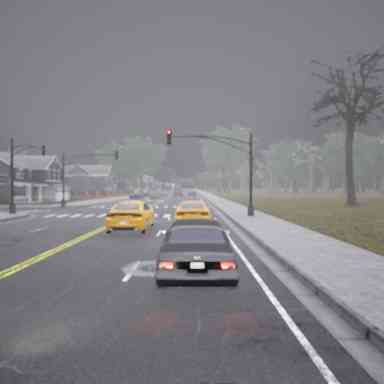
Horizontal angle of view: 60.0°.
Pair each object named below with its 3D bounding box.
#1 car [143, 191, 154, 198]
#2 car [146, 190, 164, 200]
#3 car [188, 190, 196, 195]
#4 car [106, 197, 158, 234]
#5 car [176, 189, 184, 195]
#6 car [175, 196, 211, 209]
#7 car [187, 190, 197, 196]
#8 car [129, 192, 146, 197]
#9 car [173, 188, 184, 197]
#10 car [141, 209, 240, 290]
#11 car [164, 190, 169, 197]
[{"bbox_3d":[-9.689,0.507,74.059,1.895,1.301,4.718,0,1,0],"label":"car"},{"bbox_3d":[-6.508,0.641,59.125,1.837,1.490,4.892,0,1,0],"label":"car"},{"bbox_3d":[0.071,0.131,86.252,1.994,1.385,4.181,0,1,0],"label":"car"},{"bbox_3d":[-3.135,1.226,17.570,1.882,1.535,5.008,0,1,0],"label":"car"},{"bbox_3d":[-3.179,0.056,86.254,1.882,1.535,5.008,0,1,0],"label":"car"},{"bbox_3d":[0.049,1.210,18.706,1.882,1.535,5.008,0,1,1],"label":"car"},{"bbox_3d":[0.063,0.378,75.833,1.837,1.490,4.892,0,1,0],"label":"car"},{"bbox_3d":[-9.759,0.747,58.518,1.895,1.301,4.718,0,1,1],"label":"car"},{"bbox_3d":[-3.187,0.102,75.862,2.150,2.045,5.566,0,1,0],"label":"car"},{"bbox_3d":[0.109,1.419,8.881,2.033,1.411,5.357,0,1,0],"label":"car"},{"bbox_3d":[-6.439,0.258,74.654,2.097,1.767,4.553,0,1,0],"label":"car"}]
